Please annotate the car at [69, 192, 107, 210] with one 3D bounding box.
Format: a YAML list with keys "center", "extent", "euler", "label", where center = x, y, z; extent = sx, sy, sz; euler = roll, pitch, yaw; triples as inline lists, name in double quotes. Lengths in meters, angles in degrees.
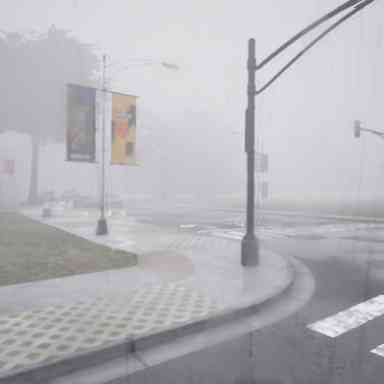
- center: [-10.942, 1.051, 34.681]
  extent: [1.882, 1.535, 5.008]
  euler: [1, 0, -35]
  label: "car"

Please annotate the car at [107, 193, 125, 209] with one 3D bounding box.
- center: [-9.328, 0.952, 38.041]
  extent: [2.097, 1.767, 4.553]
  euler: [1, 0, -35]
  label: "car"

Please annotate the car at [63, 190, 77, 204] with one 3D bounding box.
- center: [-18.943, 0.651, 51.861]
  extent: [2.150, 2.045, 5.566]
  euler: [1, 0, -35]
  label: "car"

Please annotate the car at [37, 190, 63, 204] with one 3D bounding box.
- center: [-21.602, 0.810, 49.989]
  extent: [2.150, 2.045, 5.566]
  euler: [1, 0, -35]
  label: "car"
